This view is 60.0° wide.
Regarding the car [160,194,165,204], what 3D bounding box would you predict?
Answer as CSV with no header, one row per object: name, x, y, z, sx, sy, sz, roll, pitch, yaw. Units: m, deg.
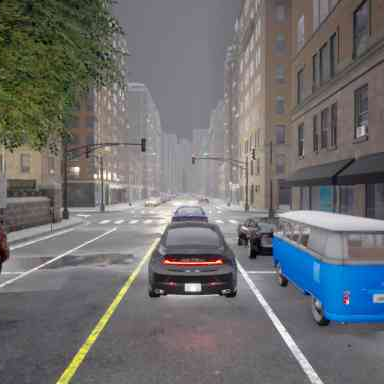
car,-6.099,1.521,55.814,2.008,1.369,4.403,0,0,0

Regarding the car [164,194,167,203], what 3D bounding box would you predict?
car,-6.142,1.514,61.265,1.887,1.381,4.507,0,0,0

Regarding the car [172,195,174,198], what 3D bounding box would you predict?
car,-6.313,1.289,83.068,2.192,1.841,5.009,0,0,0

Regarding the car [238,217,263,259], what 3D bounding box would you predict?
car,2.765,1.563,12.443,1.947,1.339,4.313,0,0,0

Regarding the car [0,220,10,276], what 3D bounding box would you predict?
car,-5.716,1.314,6.676,2.192,1.841,5.009,0,0,0

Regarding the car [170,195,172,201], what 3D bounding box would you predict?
car,-6.270,1.522,77.617,2.008,1.369,4.403,0,0,0

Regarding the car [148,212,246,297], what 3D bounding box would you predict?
car,0.009,1.503,8.525,1.837,1.490,4.892,0,0,0

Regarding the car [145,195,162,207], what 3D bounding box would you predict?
car,-6.056,1.498,50.194,1.752,1.417,4.829,0,0,0

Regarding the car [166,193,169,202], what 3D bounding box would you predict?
car,-6.185,1.514,66.716,1.887,1.381,4.507,0,0,0

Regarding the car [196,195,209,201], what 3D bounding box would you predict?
car,2.339,1.409,66.818,1.967,1.590,4.097,0,0,0

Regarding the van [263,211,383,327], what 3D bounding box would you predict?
van,2.808,1.340,6.783,1.690,1.788,3.998,0,0,0

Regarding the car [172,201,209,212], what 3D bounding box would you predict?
car,-0.103,1.472,18.020,1.882,1.535,5.008,0,0,0
